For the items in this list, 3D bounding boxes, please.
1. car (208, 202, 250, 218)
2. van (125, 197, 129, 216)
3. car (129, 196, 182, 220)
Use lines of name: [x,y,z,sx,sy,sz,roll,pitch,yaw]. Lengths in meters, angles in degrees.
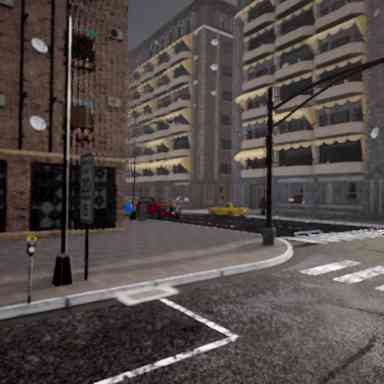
car: [3.482,1.656,32.076,1.752,1.417,4.829,1,-1,-35]
van: [-6.069,1.337,31.926,1.690,1.788,3.998,1,-1,-35]
car: [-2.842,1.292,27.379,2.192,1.841,5.009,1,-1,-35]
